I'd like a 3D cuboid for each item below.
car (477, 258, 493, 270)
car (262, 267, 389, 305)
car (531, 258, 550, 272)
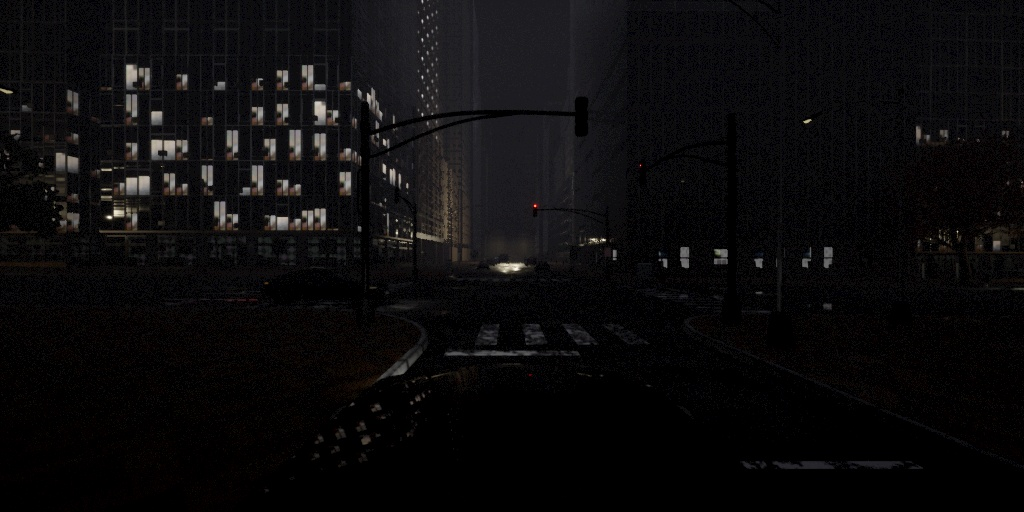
[{"bbox_3d":[-4.081,1.342,52.040,1.802,1.307,4.207,0,0,0],"label":"car"},{"bbox_3d":[-7.402,1.174,14.450,4.674,1.442,1.812,1,0,-3],"label":"car"},{"bbox_3d":[3.878,1.329,46.557,1.948,1.339,4.313,0,0,0],"label":"car"}]
